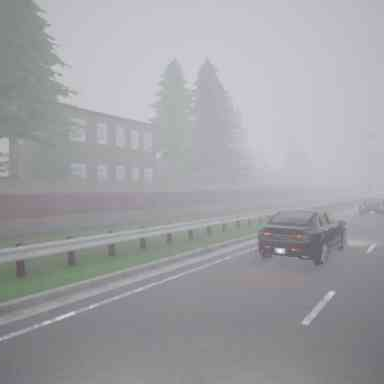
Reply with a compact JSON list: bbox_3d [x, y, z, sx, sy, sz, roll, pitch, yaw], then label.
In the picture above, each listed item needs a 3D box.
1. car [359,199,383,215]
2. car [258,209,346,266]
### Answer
[{"bbox_3d":[14.828,1.197,26.803,1.895,1.301,4.718,1,1,35],"label":"car"},{"bbox_3d":[3.819,1.336,11.130,1.837,1.490,4.892,1,1,35],"label":"car"}]
